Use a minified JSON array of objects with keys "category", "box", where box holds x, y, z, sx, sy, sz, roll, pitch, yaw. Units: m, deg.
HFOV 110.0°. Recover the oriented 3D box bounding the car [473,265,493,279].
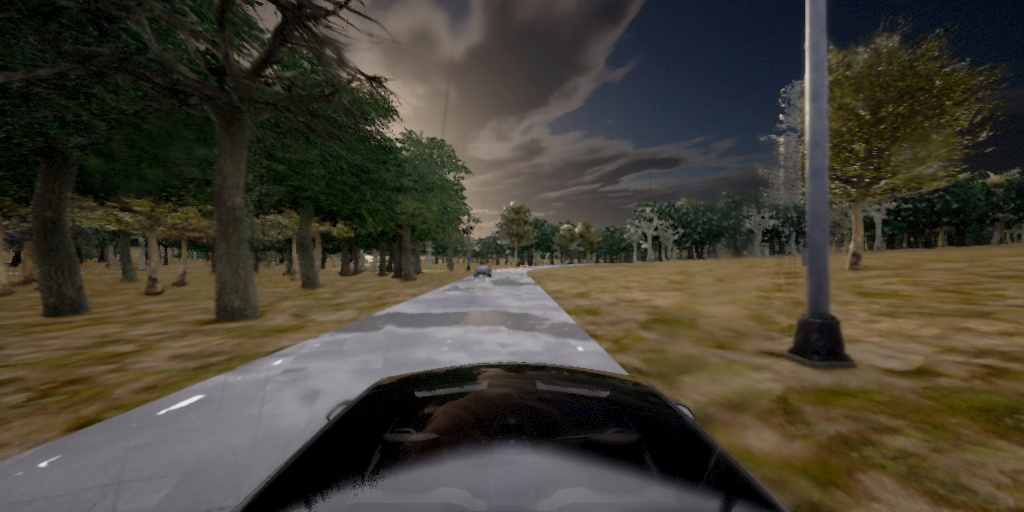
[{"category":"car","box":[-3.065,1.643,38.527,2.033,1.411,5.357,0,-1,0]}]
